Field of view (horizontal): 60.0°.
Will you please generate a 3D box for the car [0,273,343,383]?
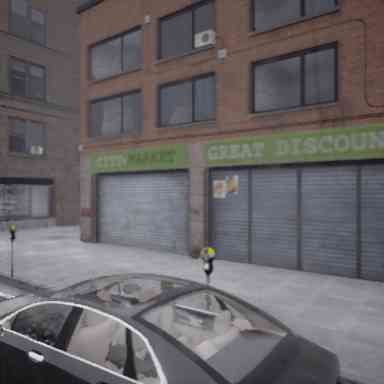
[{"bbox_3d":[-0.817,1.549,3.393,4.403,1.369,2.008,0,0,36],"label":"car"}]
